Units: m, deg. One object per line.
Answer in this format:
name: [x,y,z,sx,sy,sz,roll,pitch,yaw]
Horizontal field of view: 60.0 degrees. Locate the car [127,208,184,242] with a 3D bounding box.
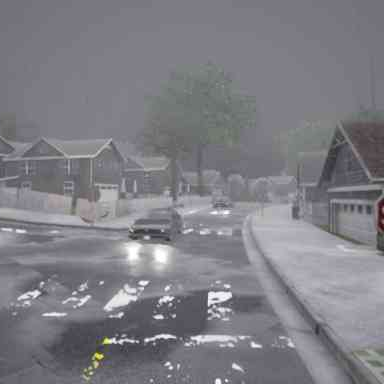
car: [-1.597,1.538,16.665,2.033,1.411,5.357,0,0,7]

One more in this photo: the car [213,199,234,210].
car: [4.001,1.530,42.130,1.895,1.301,4.718,0,0,18]

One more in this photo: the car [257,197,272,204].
car: [14.813,1.622,67.341,2.033,1.411,5.357,0,-1,28]
